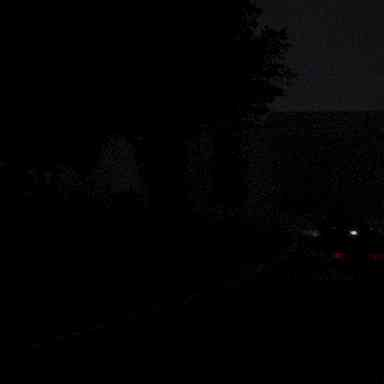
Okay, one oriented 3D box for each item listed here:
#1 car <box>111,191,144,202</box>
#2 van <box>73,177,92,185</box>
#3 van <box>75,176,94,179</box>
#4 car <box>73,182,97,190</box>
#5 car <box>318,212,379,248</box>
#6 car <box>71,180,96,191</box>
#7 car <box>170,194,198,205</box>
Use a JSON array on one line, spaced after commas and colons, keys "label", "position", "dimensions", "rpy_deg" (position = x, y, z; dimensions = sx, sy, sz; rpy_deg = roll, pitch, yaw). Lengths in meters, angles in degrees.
[{"label": "car", "position": [-8.770, 0.603, 45.078], "dimensions": [4.674, 1.442, 1.812], "rpy_deg": [3, 0, 20]}, {"label": "van", "position": [-29.040, -2.961, 88.439], "dimensions": [4.442, 1.987, 1.878], "rpy_deg": [-2, 6, -39]}, {"label": "van", "position": [-25.864, -2.180, 79.997], "dimensions": [4.442, 1.987, 1.878], "rpy_deg": [-2, 6, -39]}, {"label": "car", "position": [-23.962, -1.388, 74.212], "dimensions": [4.674, 1.452, 2.002], "rpy_deg": [-1, 6, -39]}, {"label": "car", "position": [7.076, 1.632, 15.339], "dimensions": [1.994, 1.385, 4.181], "rpy_deg": [0, 0, 16]}, {"label": "car", "position": [-22.972, -1.165, 71.344], "dimensions": [4.892, 1.521, 2.231], "rpy_deg": [-2, 6, -39]}, {"label": "car", "position": [-1.244, 0.935, 44.950], "dimensions": [4.181, 1.385, 1.994], "rpy_deg": [3, 1, 35]}]
